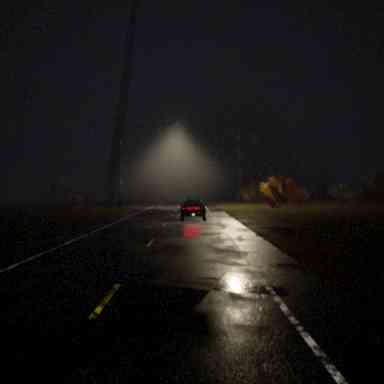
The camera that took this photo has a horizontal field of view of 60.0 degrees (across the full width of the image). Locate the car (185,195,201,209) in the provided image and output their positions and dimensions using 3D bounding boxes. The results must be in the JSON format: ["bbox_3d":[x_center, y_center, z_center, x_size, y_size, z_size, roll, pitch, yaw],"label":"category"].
[{"bbox_3d":[0.094,1.200,40.934,1.882,1.535,5.008,0,0,0],"label":"car"}]

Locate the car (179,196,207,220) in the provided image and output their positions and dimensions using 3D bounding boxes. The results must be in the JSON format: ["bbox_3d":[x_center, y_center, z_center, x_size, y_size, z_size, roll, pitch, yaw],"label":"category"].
[{"bbox_3d":[0.097,1.326,25.652,1.837,1.490,4.892,0,0,0],"label":"car"}]
